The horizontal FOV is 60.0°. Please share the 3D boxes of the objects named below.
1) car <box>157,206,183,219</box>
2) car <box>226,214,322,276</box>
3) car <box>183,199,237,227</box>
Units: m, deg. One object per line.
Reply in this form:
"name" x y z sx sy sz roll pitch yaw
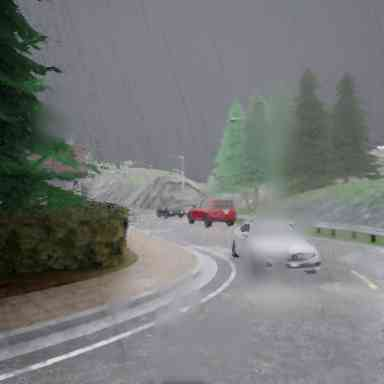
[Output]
"car" -2.402 2.155 35.984 1.895 1.301 4.718 0 -1 -22
"car" 2.526 1.669 11.020 1.812 1.442 4.674 0 -1 -4
"car" 1.482 1.599 26.221 2.150 2.045 5.566 0 -1 -22
